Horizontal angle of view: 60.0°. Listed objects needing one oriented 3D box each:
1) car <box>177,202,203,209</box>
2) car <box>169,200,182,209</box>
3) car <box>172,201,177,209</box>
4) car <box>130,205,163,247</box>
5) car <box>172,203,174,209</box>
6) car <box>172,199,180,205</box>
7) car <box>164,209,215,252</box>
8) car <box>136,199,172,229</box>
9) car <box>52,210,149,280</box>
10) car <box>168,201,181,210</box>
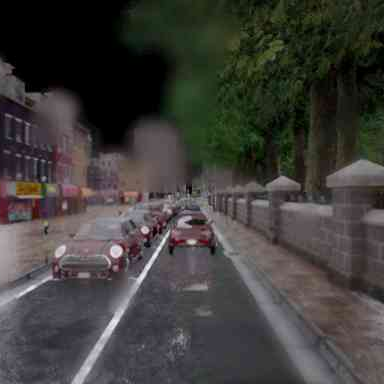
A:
[{"bbox_3d":[-0.009,1.842,29.291,1.994,1.385,4.181,0,-1,0],"label":"car"},{"bbox_3d":[-2.662,2.092,55.719,1.947,1.339,4.313,0,-1,0],"label":"car"},{"bbox_3d":[-2.655,1.820,31.078,1.752,1.417,4.829,0,-1,0],"label":"car"},{"bbox_3d":[-2.653,1.587,15.439,1.967,1.590,4.097,0,-1,0],"label":"car"},{"bbox_3d":[-2.655,1.770,25.808,1.752,1.417,4.829,0,-1,0],"label":"car"},{"bbox_3d":[-2.656,1.661,36.521,2.192,1.841,5.009,0,-1,0],"label":"car"},{"bbox_3d":[-0.002,1.662,14.384,1.812,1.442,4.674,0,0,0],"label":"car"},{"bbox_3d":[-2.654,1.512,20.710,2.192,1.841,5.009,0,-1,0],"label":"car"},{"bbox_3d":[-2.652,1.537,10.168,1.967,1.590,4.097,0,-1,0],"label":"car"},{"bbox_3d":[-2.660,2.074,52.056,1.802,1.307,4.206,0,-1,0],"label":"car"}]
